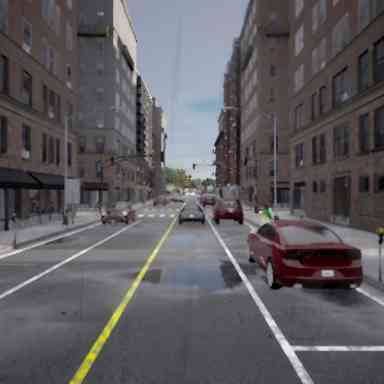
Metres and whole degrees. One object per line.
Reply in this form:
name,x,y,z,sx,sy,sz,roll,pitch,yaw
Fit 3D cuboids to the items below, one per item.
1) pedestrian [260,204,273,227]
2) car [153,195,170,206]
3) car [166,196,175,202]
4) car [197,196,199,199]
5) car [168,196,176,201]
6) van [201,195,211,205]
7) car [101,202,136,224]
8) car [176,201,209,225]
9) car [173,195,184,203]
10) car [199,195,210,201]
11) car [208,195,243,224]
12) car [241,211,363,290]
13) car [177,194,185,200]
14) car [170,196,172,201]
pedestrian,2.742,1.321,12.202,0.375,1.860,0.375,0,0,0
car,-5.462,1.440,57.440,2.192,1.841,5.009,0,0,0
car,-5.472,1.728,84.958,1.887,1.381,4.507,0,0,0
car,2.636,1.463,68.455,2.192,1.841,5.009,0,0,0
car,-5.474,1.739,90.462,1.887,1.381,4.507,0,0,0
van,2.644,1.478,62.951,1.690,1.788,3.998,0,0,0
car,-5.405,1.496,24.880,1.967,1.590,4.097,0,0,0
car,0.006,1.620,24.911,1.994,1.385,4.181,0,0,1
car,-2.804,1.632,71.063,1.882,1.535,5.008,0,0,0
car,2.662,1.428,51.943,2.192,1.841,5.009,0,0,0
car,2.620,1.370,24.887,2.192,1.841,5.009,0,0,0
car,2.745,1.499,9.198,1.882,1.535,5.008,0,0,0
car,-2.816,1.326,86.512,2.128,1.511,4.902,0,0,0
car,-5.464,1.703,62.943,1.947,1.339,4.313,0,0,0
